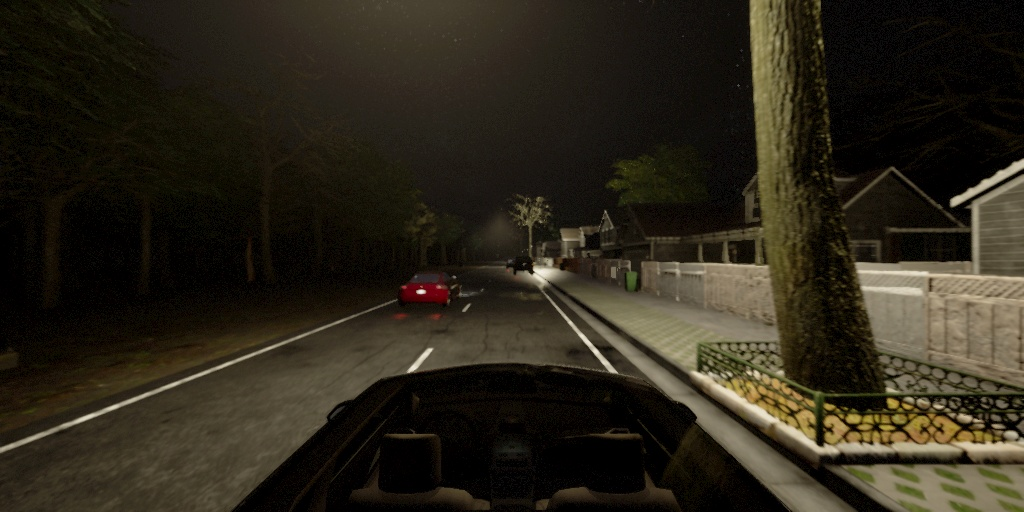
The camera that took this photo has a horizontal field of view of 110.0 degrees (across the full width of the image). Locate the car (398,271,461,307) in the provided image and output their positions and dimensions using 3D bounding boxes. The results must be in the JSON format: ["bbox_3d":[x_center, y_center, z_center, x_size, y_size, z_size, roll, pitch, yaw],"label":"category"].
[{"bbox_3d":[-3.400,1.319,15.408,1.994,1.385,4.181,0,0,0],"label":"car"}]

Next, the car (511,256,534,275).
[{"bbox_3d":[1.221,0.998,39.500,2.150,2.045,5.566,0,0,0],"label":"car"}]

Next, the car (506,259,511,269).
[{"bbox_3d":[-0.005,1.401,57.192,1.895,1.301,4.718,0,0,0],"label":"car"}]
